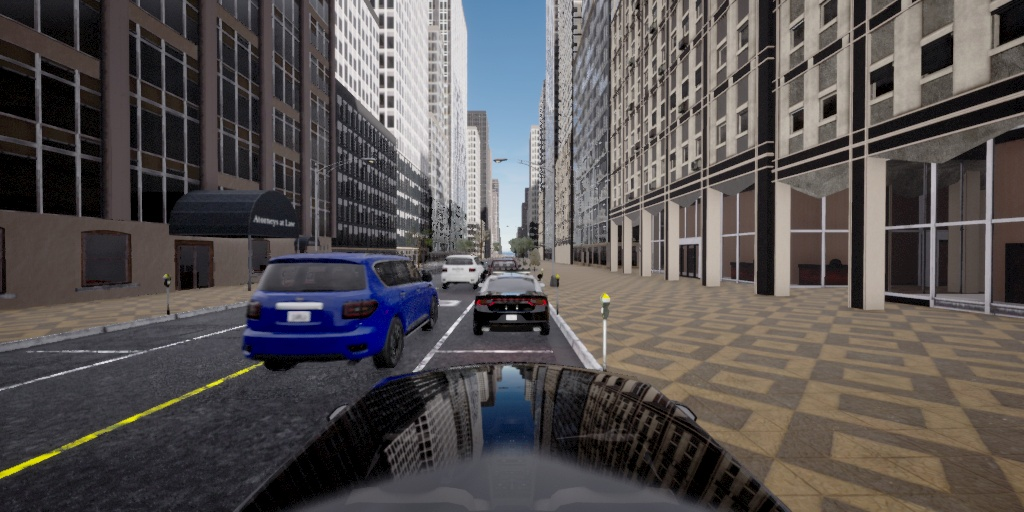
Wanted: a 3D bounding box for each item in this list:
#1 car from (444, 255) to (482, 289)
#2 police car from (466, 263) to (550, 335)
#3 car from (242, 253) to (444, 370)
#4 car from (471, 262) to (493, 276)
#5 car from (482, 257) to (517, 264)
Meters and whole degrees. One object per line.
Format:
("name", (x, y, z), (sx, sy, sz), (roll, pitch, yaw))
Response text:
("car", (-3.081, 0.969, 23.299), (2.150, 2.045, 5.566), (0, 0, 0))
("police car", (-0.012, 1.173, 10.612), (1.930, 1.638, 5.238), (0, 0, 0))
("car", (-3.143, 0.970, 7.899), (2.150, 2.045, 5.566), (0, 0, -1))
("car", (-3.082, 1.344, 38.083), (1.895, 1.301, 4.718), (0, 0, 0))
("car", (-0.457, 1.061, 22.523), (2.192, 1.841, 5.009), (0, 0, 0))
